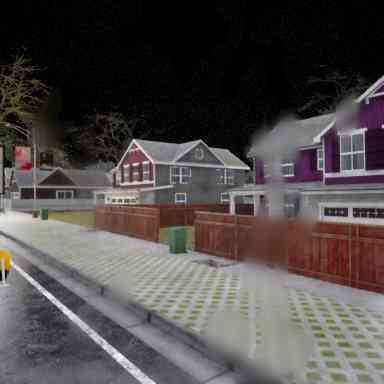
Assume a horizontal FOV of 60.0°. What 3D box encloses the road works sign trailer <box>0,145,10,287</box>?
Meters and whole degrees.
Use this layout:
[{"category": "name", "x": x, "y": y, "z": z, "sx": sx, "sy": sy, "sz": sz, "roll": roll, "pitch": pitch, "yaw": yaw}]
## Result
[{"category": "road works sign trailer", "x": -6.106, "y": 0.470, "z": 8.408, "sx": 2.380, "sy": 3.560, "sz": 2.880, "roll": 0, "pitch": 0, "yaw": -38}]
